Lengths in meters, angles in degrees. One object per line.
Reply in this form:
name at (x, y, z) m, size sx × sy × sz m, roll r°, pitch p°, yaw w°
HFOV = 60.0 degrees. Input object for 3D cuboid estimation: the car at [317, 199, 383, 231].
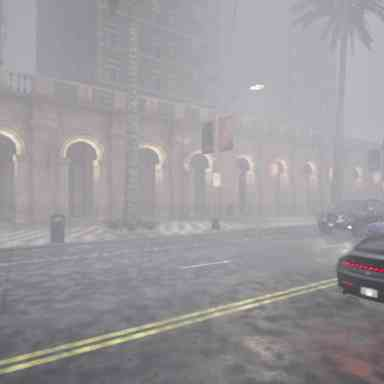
car at (9.743, 1.433, 19.501) m, size 5.566 × 2.045 × 2.150 m, roll 1°, pitch 0°, yaw -35°

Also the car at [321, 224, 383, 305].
car at (5.186, 1.598, 7.444) m, size 4.892 × 1.490 × 1.837 m, roll 1°, pitch 0°, yaw -35°

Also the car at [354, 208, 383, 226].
car at (9.829, 1.663, 15.272) m, size 5.008 × 1.535 × 1.882 m, roll 1°, pitch 0°, yaw -35°
